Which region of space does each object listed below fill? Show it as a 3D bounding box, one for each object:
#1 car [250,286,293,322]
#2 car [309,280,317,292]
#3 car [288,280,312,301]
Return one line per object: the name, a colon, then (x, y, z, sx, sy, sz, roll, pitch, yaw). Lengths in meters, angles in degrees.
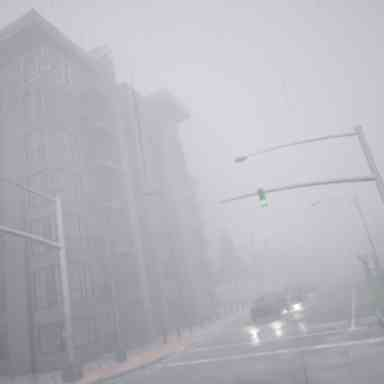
car: (5.471, 7.910, 23.381, 1.882, 1.535, 5.008, -19, -18, 22)
car: (14.205, 11.653, 41.077, 2.033, 1.411, 5.357, -19, -18, 22)
car: (9.769, 9.747, 32.143, 2.128, 1.511, 4.902, -19, -18, 22)
